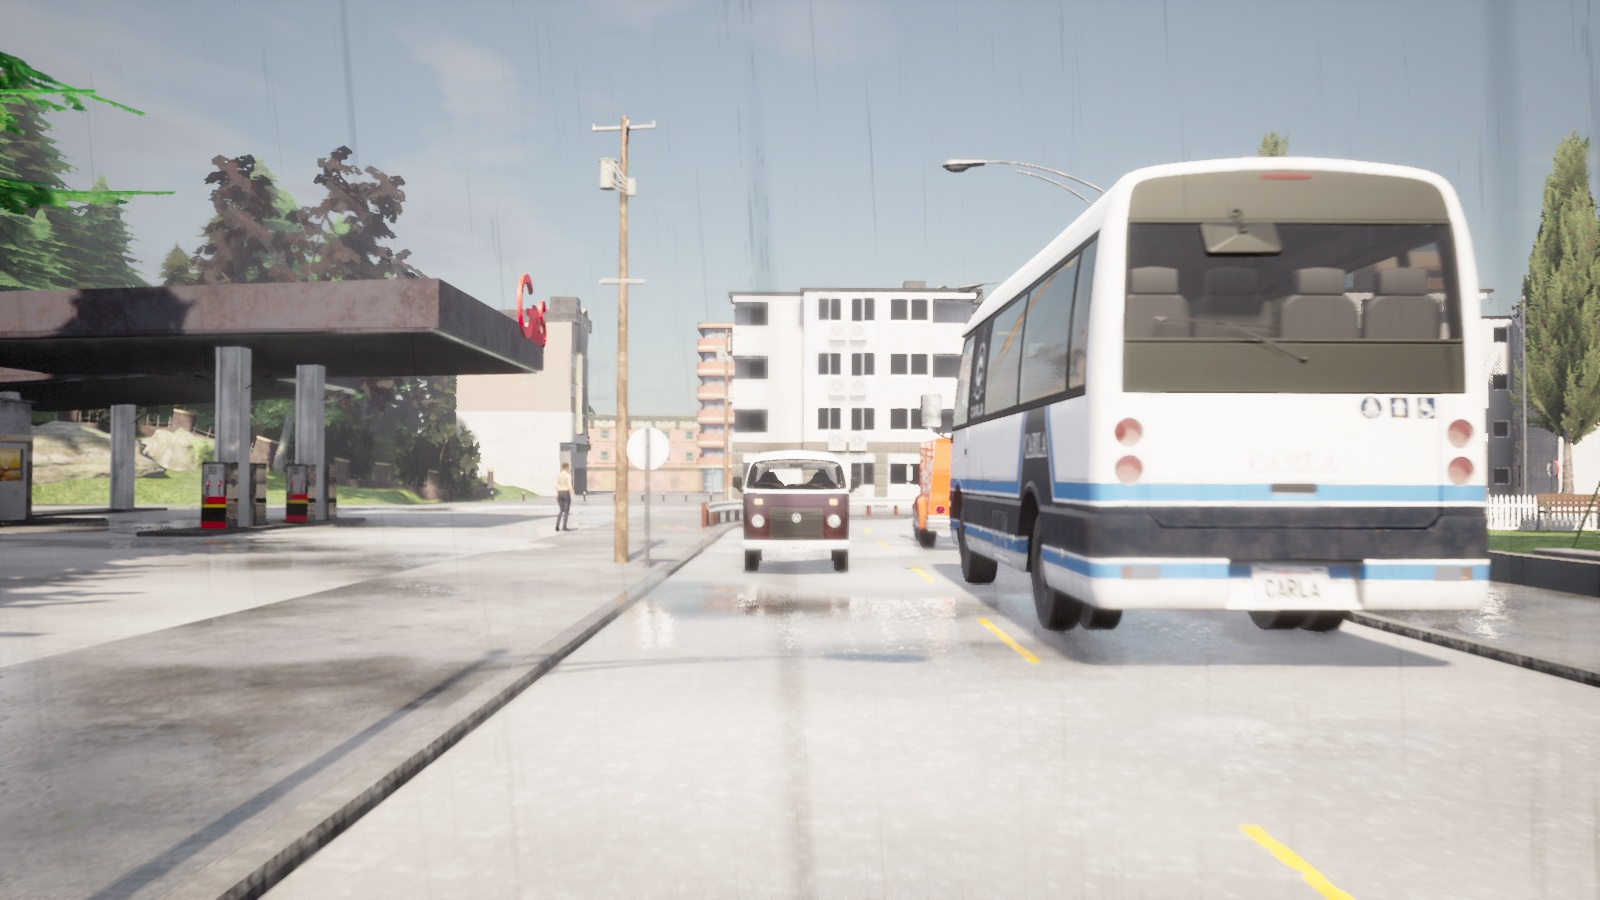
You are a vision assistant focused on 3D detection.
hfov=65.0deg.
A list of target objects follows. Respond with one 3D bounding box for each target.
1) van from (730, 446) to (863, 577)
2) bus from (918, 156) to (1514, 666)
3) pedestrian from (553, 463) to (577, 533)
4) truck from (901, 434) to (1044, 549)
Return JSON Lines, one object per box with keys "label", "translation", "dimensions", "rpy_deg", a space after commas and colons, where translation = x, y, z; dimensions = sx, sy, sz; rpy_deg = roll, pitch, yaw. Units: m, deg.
{"label": "van", "translation": [-0.057, 1.012, 21.905], "dimensions": [2.069, 2.038, 4.480], "rpy_deg": [0, -1, 0]}
{"label": "bus", "translation": [3.955, -0.238, 15.639], "dimensions": [3.944, 4.253, 10.273], "rpy_deg": [0, -1, 0]}
{"label": "pedestrian", "translation": [-6.265, 1.269, 33.436], "dimensions": [0.345, 1.836, 0.594], "rpy_deg": [-1, -1, 24]}
{"label": "truck", "translation": [3.923, 0.948, 29.581], "dimensions": [2.627, 2.467, 5.204], "rpy_deg": [0, -1, 0]}
